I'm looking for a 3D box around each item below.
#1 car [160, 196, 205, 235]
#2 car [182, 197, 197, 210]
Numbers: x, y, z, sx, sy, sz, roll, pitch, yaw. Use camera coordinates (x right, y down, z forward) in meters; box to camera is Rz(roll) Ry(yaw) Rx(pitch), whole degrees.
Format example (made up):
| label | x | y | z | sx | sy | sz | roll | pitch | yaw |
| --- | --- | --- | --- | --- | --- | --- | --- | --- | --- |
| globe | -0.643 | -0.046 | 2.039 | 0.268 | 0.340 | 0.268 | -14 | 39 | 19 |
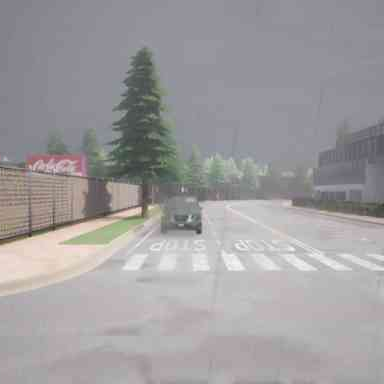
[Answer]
| label | x | y | z | sx | sy | sz | roll | pitch | yaw |
| --- | --- | --- | --- | --- | --- | --- | --- | --- | --- |
| car | -0.515 | 1.252 | 19.000 | 2.150 | 2.045 | 5.566 | 0 | 0 | 1 |
| car | -0.249 | 1.490 | 44.030 | 1.882 | 1.535 | 5.008 | 0 | 0 | 1 |
